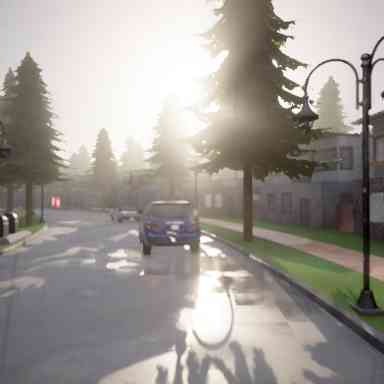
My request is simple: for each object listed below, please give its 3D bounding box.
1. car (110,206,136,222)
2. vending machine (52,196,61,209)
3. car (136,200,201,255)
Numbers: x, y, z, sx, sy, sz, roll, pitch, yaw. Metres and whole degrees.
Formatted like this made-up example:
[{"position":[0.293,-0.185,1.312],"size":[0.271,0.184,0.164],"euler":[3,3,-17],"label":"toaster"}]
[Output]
[{"position":[-5.810,1.880,29.034],"size":[1.895,1.301,4.718],"euler":[0,-1,-25],"label":"car"},{"position":[-23.086,1.747,56.577],"size":[0.880,2.100,1.100],"euler":[0,-1,37],"label":"vending machine"},{"position":[-1.101,1.353,14.312],"size":[2.150,2.045,5.566],"euler":[0,0,-11],"label":"car"}]
